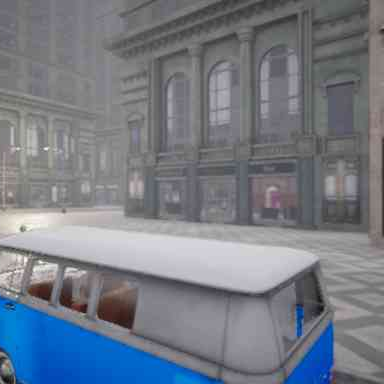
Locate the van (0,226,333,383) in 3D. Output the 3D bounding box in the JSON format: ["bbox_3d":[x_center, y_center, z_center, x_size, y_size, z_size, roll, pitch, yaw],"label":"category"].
[{"bbox_3d":[-0.649,1.337,3.446,3.998,1.788,1.690,0,0,36],"label":"van"}]
